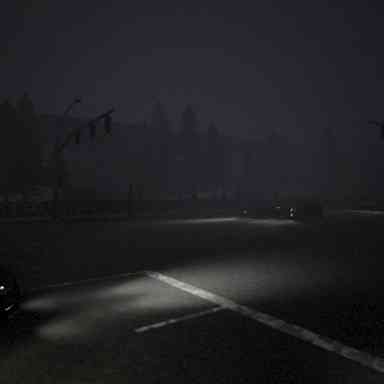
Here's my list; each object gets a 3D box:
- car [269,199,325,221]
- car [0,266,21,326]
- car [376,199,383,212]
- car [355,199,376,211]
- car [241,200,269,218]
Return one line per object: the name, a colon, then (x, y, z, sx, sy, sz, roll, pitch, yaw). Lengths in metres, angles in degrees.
car: (8.943, 1.366, 27.600, 4.553, 1.767, 2.097, 0, 0, -36)
car: (-5.056, 1.490, 4.460, 4.902, 1.511, 2.128, 0, 0, -35)
car: (23.332, 1.551, 37.894, 4.674, 1.442, 1.812, 0, 0, -36)
car: (22.233, 1.552, 41.405, 4.674, 1.442, 1.812, 0, 0, -36)
car: (6.618, 1.506, 30.240, 4.902, 1.511, 2.128, 0, 0, -36)
